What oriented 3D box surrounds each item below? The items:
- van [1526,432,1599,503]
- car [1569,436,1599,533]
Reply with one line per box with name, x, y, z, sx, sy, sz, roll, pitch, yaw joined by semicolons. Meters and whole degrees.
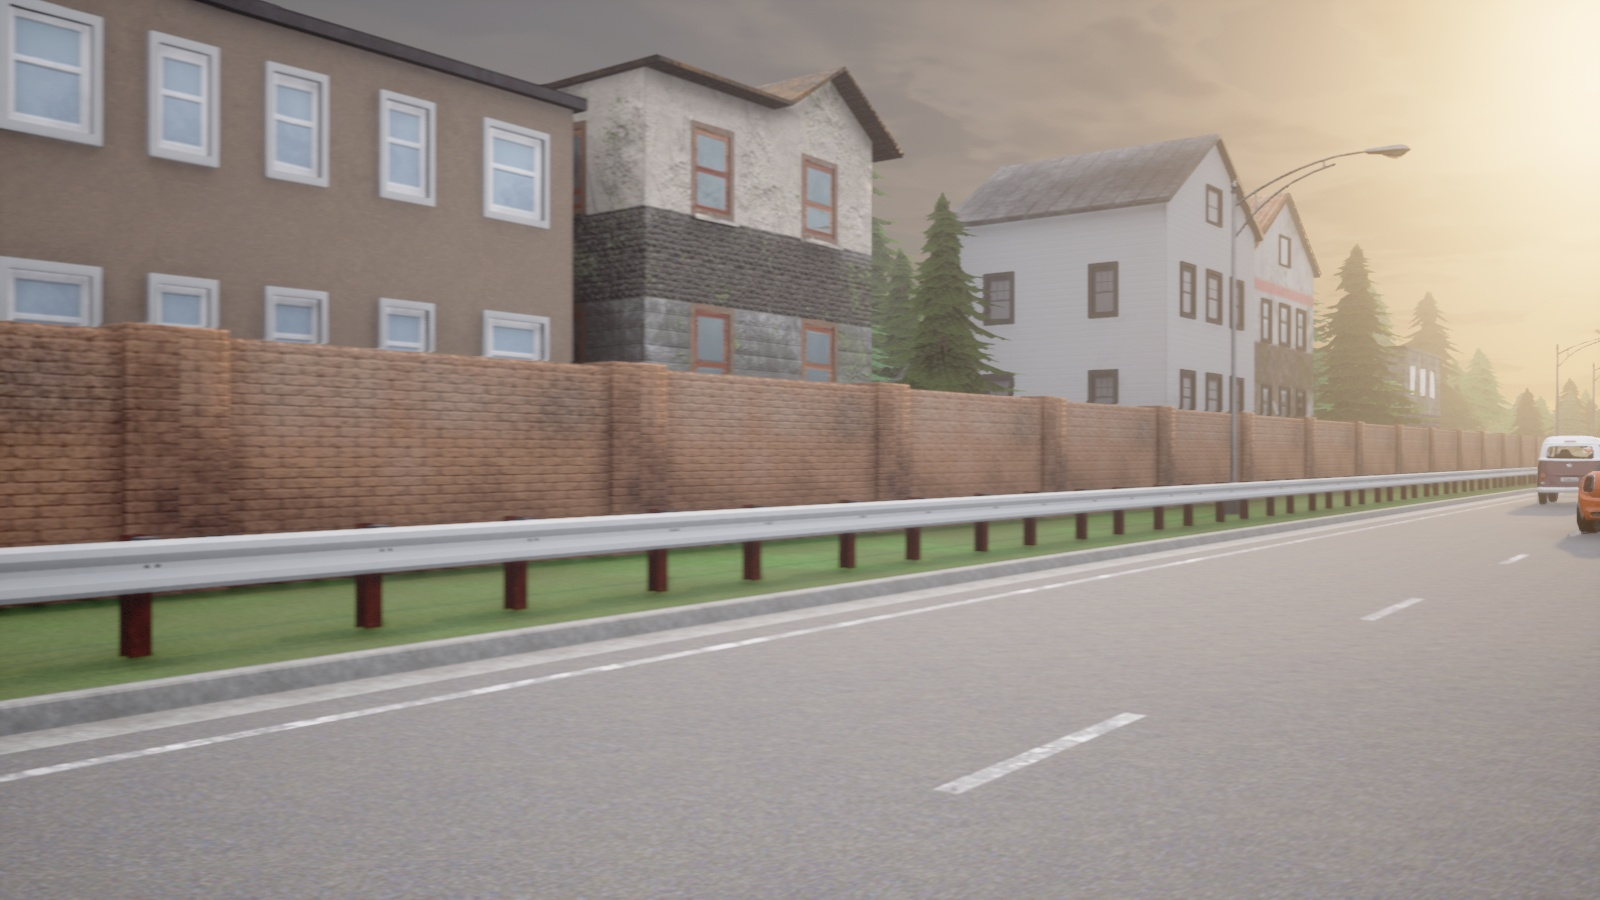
van;23.601;0.510;38.196;2.069;2.038;4.480;0;0;37
car;16.703;0.625;24.057;4.553;1.767;2.097;0;0;-41
